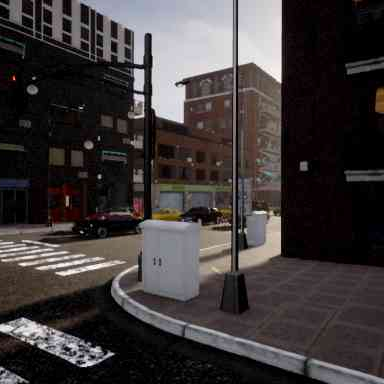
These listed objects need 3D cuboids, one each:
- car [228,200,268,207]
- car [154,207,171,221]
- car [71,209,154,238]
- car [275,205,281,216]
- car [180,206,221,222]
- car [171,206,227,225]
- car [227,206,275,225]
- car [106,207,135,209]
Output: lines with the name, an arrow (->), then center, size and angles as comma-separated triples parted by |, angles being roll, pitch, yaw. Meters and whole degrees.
car -> 6.385, 1.866, 35.494 | 2.150, 2.045, 5.566 | 0, -1, 35
car -> -2.353, 1.944, 27.528 | 1.752, 1.417, 4.829 | -1, -2, 35
car -> -4.667, 1.881, 19.663 | 1.895, 1.301, 4.718 | 0, -1, 35
car -> 12.513, 2.394, 44.205 | 2.033, 1.411, 5.357 | 0, -1, 35
car -> 0.905, 2.092, 32.196 | 1.947, 1.339, 4.313 | -1, -2, 35
car -> 0.700, 1.962, 27.349 | 1.837, 1.490, 4.892 | 0, -1, 35
car -> 4.882, 2.119, 27.747 | 1.895, 1.301, 4.718 | 0, -1, 35
car -> -5.416, 1.758, 23.141 | 1.967, 1.590, 4.097 | -1, -2, 35
